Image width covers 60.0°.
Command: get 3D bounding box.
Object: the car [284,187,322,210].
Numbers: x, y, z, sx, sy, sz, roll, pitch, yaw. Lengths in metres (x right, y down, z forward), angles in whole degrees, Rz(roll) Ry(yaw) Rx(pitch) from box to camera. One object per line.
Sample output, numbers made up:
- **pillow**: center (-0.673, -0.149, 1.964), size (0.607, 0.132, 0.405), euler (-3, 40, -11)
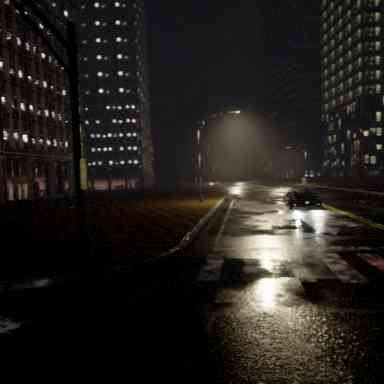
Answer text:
- **car**: center (7.389, 0.369, 22.511), size (1.994, 1.385, 4.181), euler (-2, 2, 9)
